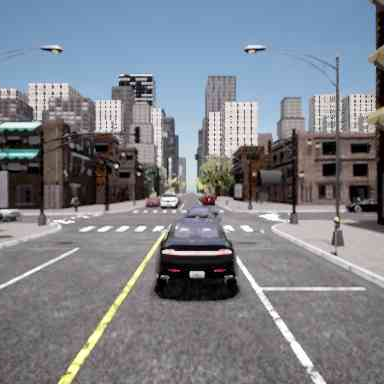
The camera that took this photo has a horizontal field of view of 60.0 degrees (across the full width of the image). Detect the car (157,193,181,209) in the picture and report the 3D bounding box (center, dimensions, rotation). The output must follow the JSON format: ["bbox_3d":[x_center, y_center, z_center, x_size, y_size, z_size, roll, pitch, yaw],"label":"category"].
[{"bbox_3d":[-3.071,1.167,45.716,2.150,2.045,5.566,0,0,0],"label":"car"}]

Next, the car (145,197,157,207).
[{"bbox_3d":[-5.761,1.488,48.660,1.887,1.381,4.507,0,0,0],"label":"car"}]

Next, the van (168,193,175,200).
[{"bbox_3d":[-5.660,1.284,92.858,1.690,1.788,3.998,0,0,0],"label":"van"}]

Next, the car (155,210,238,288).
[{"bbox_3d":[0.104,1.475,9.201,2.128,1.511,4.902,0,0,0],"label":"car"}]

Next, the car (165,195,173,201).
[{"bbox_3d":[-5.664,1.520,81.808,1.802,1.307,4.206,0,0,0],"label":"car"}]

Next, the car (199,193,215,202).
[{"bbox_3d":[2.709,1.256,54.178,2.192,1.841,5.009,0,0,0],"label":"car"}]

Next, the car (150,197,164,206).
[{"bbox_3d":[-5.672,1.507,54.181,1.947,1.339,4.313,0,0,0],"label":"car"}]

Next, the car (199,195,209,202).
[{"bbox_3d":[2.715,1.487,76.281,2.008,1.369,4.403,0,0,0],"label":"car"}]

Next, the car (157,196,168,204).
[{"bbox_3d":[-5.668,1.463,65.062,1.752,1.417,4.829,0,0,0],"label":"car"}]

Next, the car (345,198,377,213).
[{"bbox_3d":[17.499,1.311,32.973,4.313,1.339,1.947,-1,1,0],"label":"car"}]

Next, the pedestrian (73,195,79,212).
[{"bbox_3d":[-12.500,1.238,35.919,0.375,1.860,0.375,0,1,0],"label":"pedestrian"}]

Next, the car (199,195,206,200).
[{"bbox_3d":[2.718,1.522,87.330,1.802,1.307,4.206,0,0,0],"label":"car"}]

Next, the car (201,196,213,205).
[{"bbox_3d":[2.710,1.505,59.704,1.947,1.339,4.313,0,0,0],"label":"car"}]

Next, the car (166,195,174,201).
[{"bbox_3d":[-5.662,1.465,87.163,1.752,1.417,4.829,0,0,0],"label":"car"}]

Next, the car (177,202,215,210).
[{"bbox_3d":[0.655,1.535,20.164,1.994,1.385,4.181,0,0,10],"label":"car"}]

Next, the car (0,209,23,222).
[{"bbox_3d":[-16.555,1.735,27.182,4.718,1.301,1.895,-1,0,0],"label":"car"}]

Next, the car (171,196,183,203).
[{"bbox_3d":[-2.979,1.485,66.100,2.033,1.411,5.357,0,0,0],"label":"car"}]
